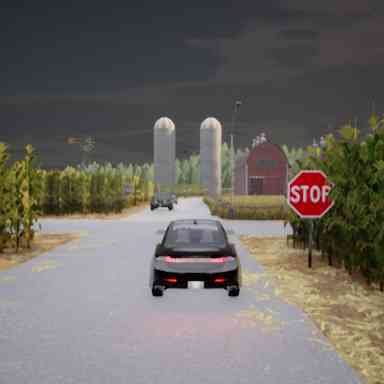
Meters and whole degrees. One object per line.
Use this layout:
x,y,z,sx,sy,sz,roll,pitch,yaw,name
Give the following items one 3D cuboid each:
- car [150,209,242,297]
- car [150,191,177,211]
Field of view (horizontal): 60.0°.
0.082,1.434,8.429,2.128,1.511,4.902,0,1,0,car
-3.179,0.938,36.092,2.150,2.045,5.566,0,0,0,car
